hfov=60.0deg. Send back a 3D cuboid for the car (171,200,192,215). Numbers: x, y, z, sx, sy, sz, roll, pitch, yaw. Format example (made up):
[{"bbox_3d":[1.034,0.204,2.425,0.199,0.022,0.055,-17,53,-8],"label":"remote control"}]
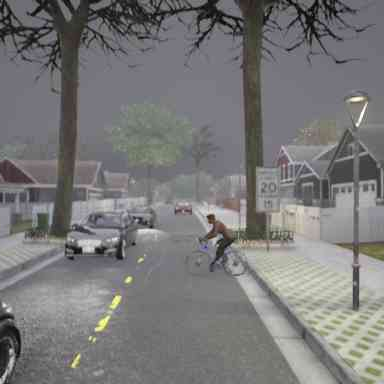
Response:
[{"bbox_3d":[-0.934,1.711,36.045,1.895,1.301,4.718,0,0,-1],"label":"car"}]

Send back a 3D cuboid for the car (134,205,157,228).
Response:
[{"bbox_3d":[-3.450,1.590,22.380,1.994,1.385,4.181,0,0,-1],"label":"car"}]

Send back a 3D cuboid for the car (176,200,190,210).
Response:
[{"bbox_3d":[-1.311,1.818,48.229,1.895,1.301,4.718,0,-1,-1],"label":"car"}]

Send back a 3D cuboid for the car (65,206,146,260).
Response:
[{"bbox_3d":[-3.180,1.480,12.457,2.128,1.511,4.902,0,0,-2],"label":"car"}]

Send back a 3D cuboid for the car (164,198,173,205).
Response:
[{"bbox_3d":[-4.715,2.006,69.256,1.837,1.490,4.892,0,-1,-2],"label":"car"}]

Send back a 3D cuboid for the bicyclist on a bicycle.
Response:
[{"bbox_3d":[0.646,1.391,8.648,1.656,1.620,0.582,0,0,-2],"label":"bicyclist on a bicycle"}]

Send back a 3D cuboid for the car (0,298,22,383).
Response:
[{"bbox_3d":[-3.054,1.554,2.300,1.994,1.385,4.181,0,0,1],"label":"car"}]
